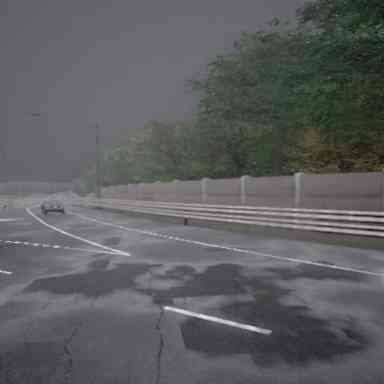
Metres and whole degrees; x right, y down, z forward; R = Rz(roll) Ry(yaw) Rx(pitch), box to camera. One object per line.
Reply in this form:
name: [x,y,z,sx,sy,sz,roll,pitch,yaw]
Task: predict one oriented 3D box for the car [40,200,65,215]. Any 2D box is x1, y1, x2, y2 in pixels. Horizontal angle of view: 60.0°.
car: [-14.087,1.484,33.502,2.033,1.411,5.357,-1,0,-29]
